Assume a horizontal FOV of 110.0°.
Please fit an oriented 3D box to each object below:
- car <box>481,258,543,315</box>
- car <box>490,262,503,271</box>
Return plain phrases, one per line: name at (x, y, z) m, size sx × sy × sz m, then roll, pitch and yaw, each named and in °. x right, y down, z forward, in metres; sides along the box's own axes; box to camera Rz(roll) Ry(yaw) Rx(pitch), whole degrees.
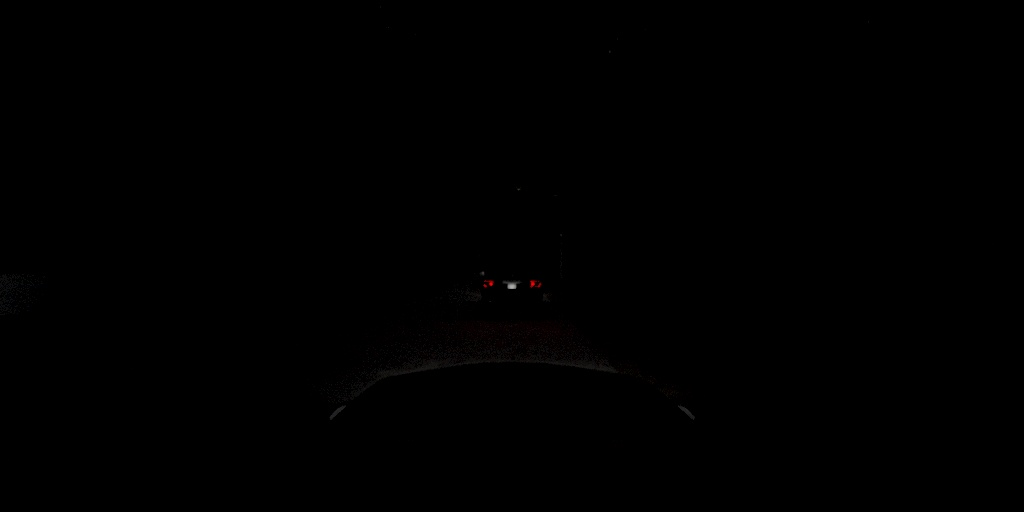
car at (0.008, 1.107, 14.442) m, size 2.150 × 2.045 × 5.566 m, roll 0°, pitch 0°, yaw 0°
car at (-2.762, 1.865, 64.413) m, size 2.128 × 1.511 × 4.902 m, roll 0°, pitch -1°, yaw 0°
